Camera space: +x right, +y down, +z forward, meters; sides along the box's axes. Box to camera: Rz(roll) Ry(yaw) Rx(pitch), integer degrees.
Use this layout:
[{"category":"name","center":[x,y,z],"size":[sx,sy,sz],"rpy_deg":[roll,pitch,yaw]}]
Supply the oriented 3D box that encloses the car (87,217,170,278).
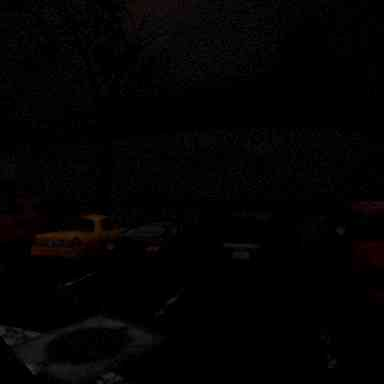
[{"category":"car","center":[-0.914,1.520,10.095],"size":[2.002,1.452,4.674],"rpy_deg":[0,-1,15]}]

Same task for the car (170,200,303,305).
[{"category":"car","center":[1.555,1.230,8.397],"size":[2.435,2.045,5.566],"rpy_deg":[0,-1,15]}]

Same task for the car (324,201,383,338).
[{"category":"car","center":[4.004,1.232,6.601],"size":[2.435,2.045,5.566],"rpy_deg":[1,-1,15]}]

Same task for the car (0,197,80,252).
[{"category":"car","center":[-5.821,1.226,13.578],"size":[2.435,2.045,5.566],"rpy_deg":[0,-1,15]}]

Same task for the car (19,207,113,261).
[{"category":"car","center":[-3.321,1.477,12.005],"size":[1.946,1.575,5.366],"rpy_deg":[0,-1,15]}]
